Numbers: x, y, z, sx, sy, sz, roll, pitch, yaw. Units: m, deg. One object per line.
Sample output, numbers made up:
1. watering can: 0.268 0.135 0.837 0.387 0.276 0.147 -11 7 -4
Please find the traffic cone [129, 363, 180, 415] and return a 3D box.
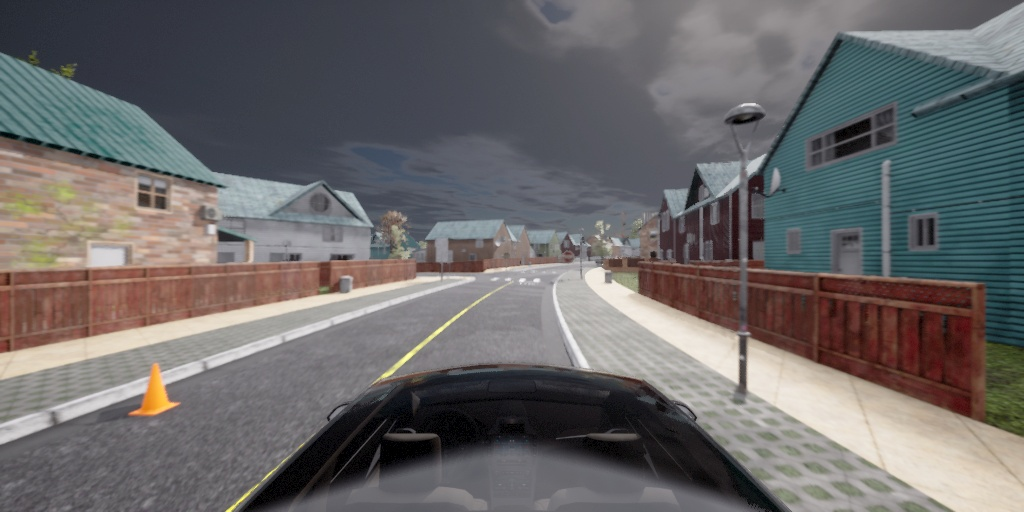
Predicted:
1. traffic cone: -4.608 1.687 4.632 0.340 0.580 0.340 0 0 1
